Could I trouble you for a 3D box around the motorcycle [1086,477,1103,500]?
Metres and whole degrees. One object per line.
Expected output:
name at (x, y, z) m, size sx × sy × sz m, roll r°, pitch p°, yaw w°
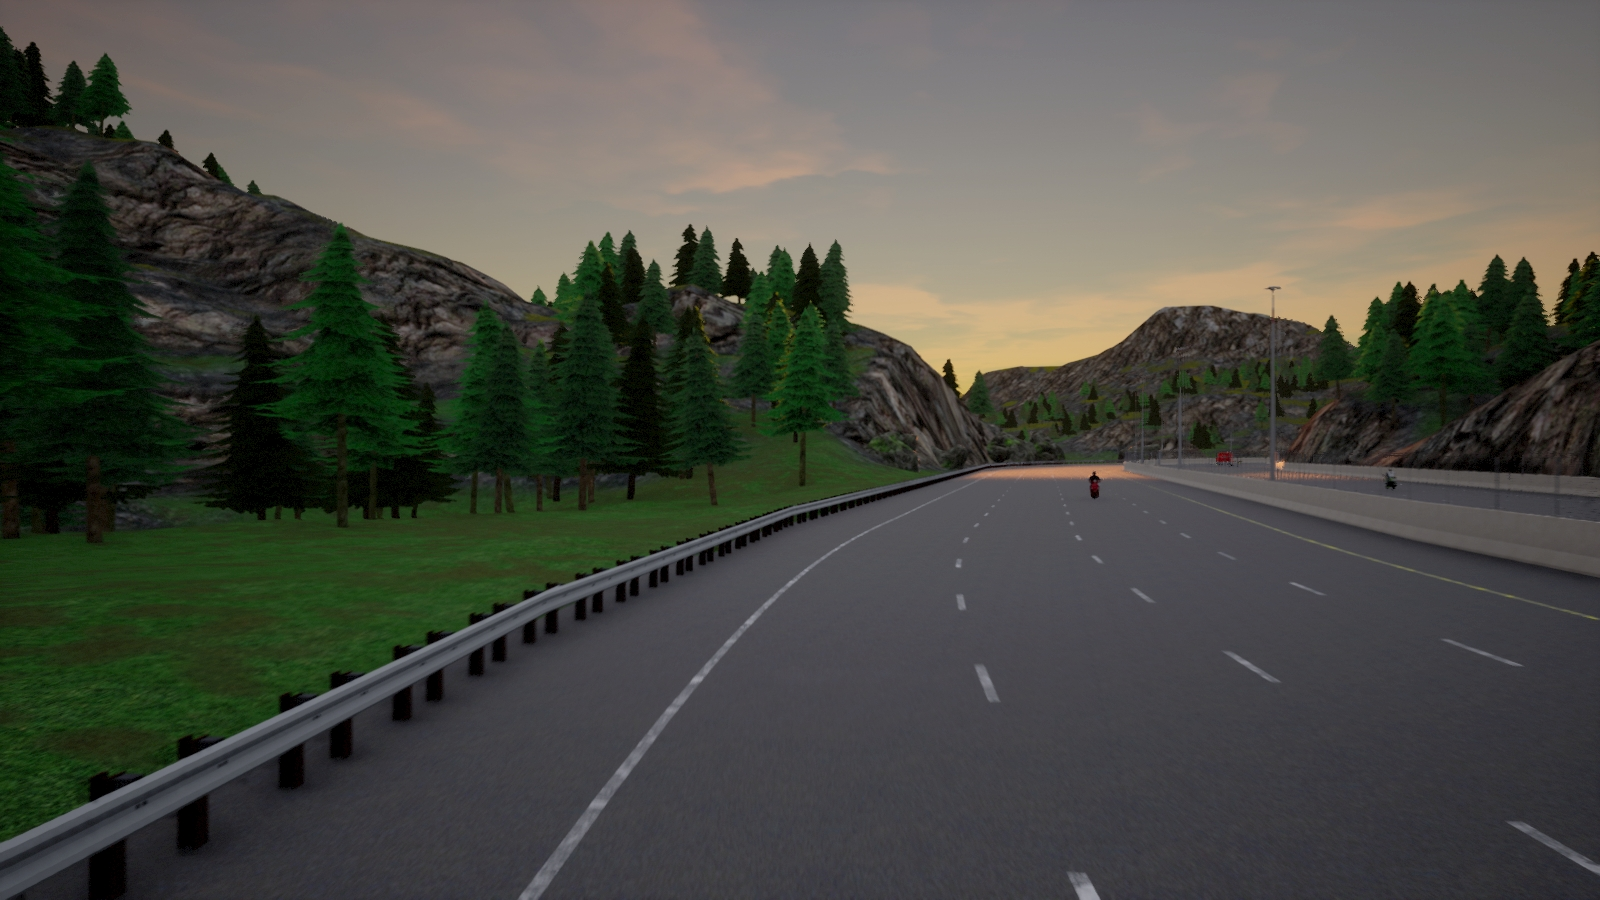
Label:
motorcycle at (16.728, 2.198, 64.897) m, size 0.856 × 1.236 × 1.805 m, roll 0°, pitch 0°, yaw 12°
